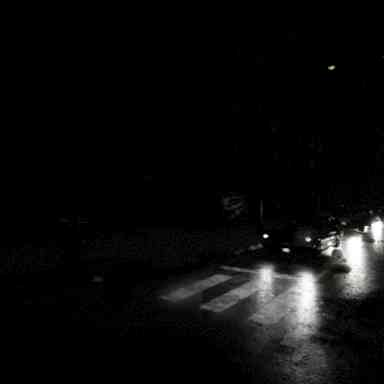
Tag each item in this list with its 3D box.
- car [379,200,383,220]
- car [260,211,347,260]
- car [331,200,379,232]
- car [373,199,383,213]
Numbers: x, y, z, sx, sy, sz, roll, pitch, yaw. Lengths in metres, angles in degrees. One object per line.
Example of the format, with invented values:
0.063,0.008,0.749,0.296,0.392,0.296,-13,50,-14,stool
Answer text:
15.429,1.483,28.353,2.128,1.511,4.902,0,0,36,car
4.364,1.604,12.801,1.895,1.301,4.718,0,0,35,car
9.813,1.488,20.466,2.128,1.511,4.902,0,0,35,car
21.222,1.549,36.454,1.994,1.385,4.181,0,0,36,car
